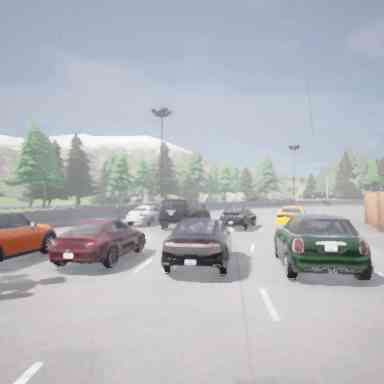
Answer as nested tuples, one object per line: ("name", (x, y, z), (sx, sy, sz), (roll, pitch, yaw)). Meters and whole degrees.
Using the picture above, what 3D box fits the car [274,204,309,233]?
("car", (6.869, 1.695, 22.643), (1.882, 1.535, 5.008), (0, 0, 21))

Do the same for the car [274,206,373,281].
("car", (3.803, 1.452, 10.426), (2.097, 1.767, 4.553), (0, -1, 9))

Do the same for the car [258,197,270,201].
("car", (17.393, 2.219, 72.691), (4.674, 1.442, 1.812), (0, -1, -33))

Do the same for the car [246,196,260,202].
("car", (15.641, 2.263, 75.719), (5.357, 1.411, 2.033), (0, -1, -33))

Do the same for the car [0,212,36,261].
("car", (-6.654, 1.461, 11.518), (2.097, 1.767, 4.553), (0, -1, 8))

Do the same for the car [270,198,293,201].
("car", (19.171, 2.022, 69.680), (4.553, 1.767, 2.097), (0, -1, -33))

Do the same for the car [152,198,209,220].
("car", (-0.432, 1.447, 23.191), (2.150, 2.045, 5.566), (0, 0, 19))

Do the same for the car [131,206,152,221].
("car", (-3.287, 1.769, 25.479), (1.812, 1.442, 4.674), (0, 0, 21))

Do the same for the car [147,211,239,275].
("car", (0.325, 1.598, 10.868), (2.128, 1.511, 4.902), (0, 0, 9))

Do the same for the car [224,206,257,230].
("car", (3.253, 1.713, 23.007), (2.128, 1.511, 4.902), (0, 0, 20))

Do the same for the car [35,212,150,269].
("car", (-3.096, 1.637, 11.585), (1.812, 1.442, 4.674), (0, 0, 9))

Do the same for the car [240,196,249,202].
("car", (13.864, 1.977, 78.735), (5.566, 2.045, 2.150), (0, -1, -33))
